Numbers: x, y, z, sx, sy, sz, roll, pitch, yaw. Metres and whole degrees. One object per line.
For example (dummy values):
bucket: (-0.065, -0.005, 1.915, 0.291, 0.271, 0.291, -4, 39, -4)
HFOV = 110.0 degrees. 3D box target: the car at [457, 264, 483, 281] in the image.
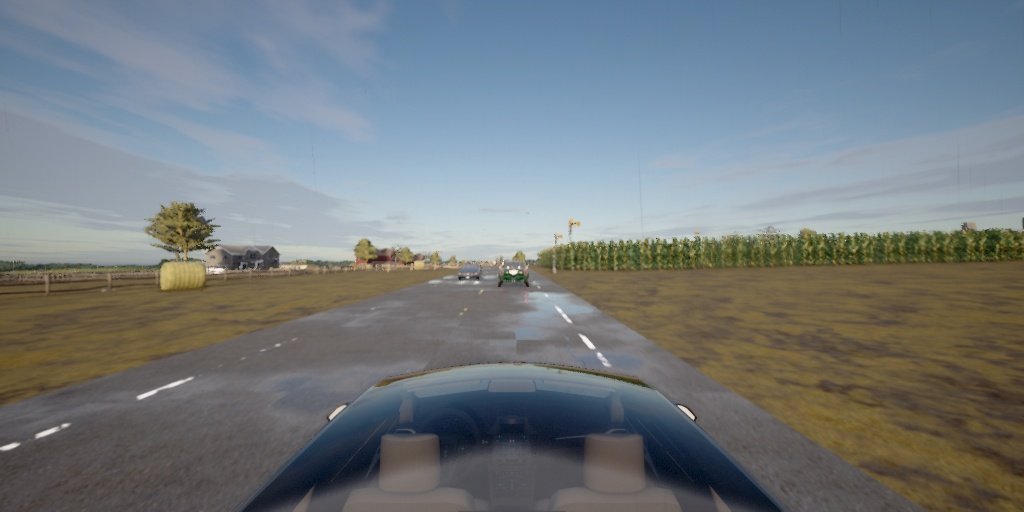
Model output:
car: (-3.586, 1.375, 31.748, 2.033, 1.411, 5.357, 0, 0, 0)

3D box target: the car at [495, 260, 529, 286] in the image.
car: (0.111, 1.146, 25.798, 2.097, 1.767, 4.553, 0, 0, 0)
